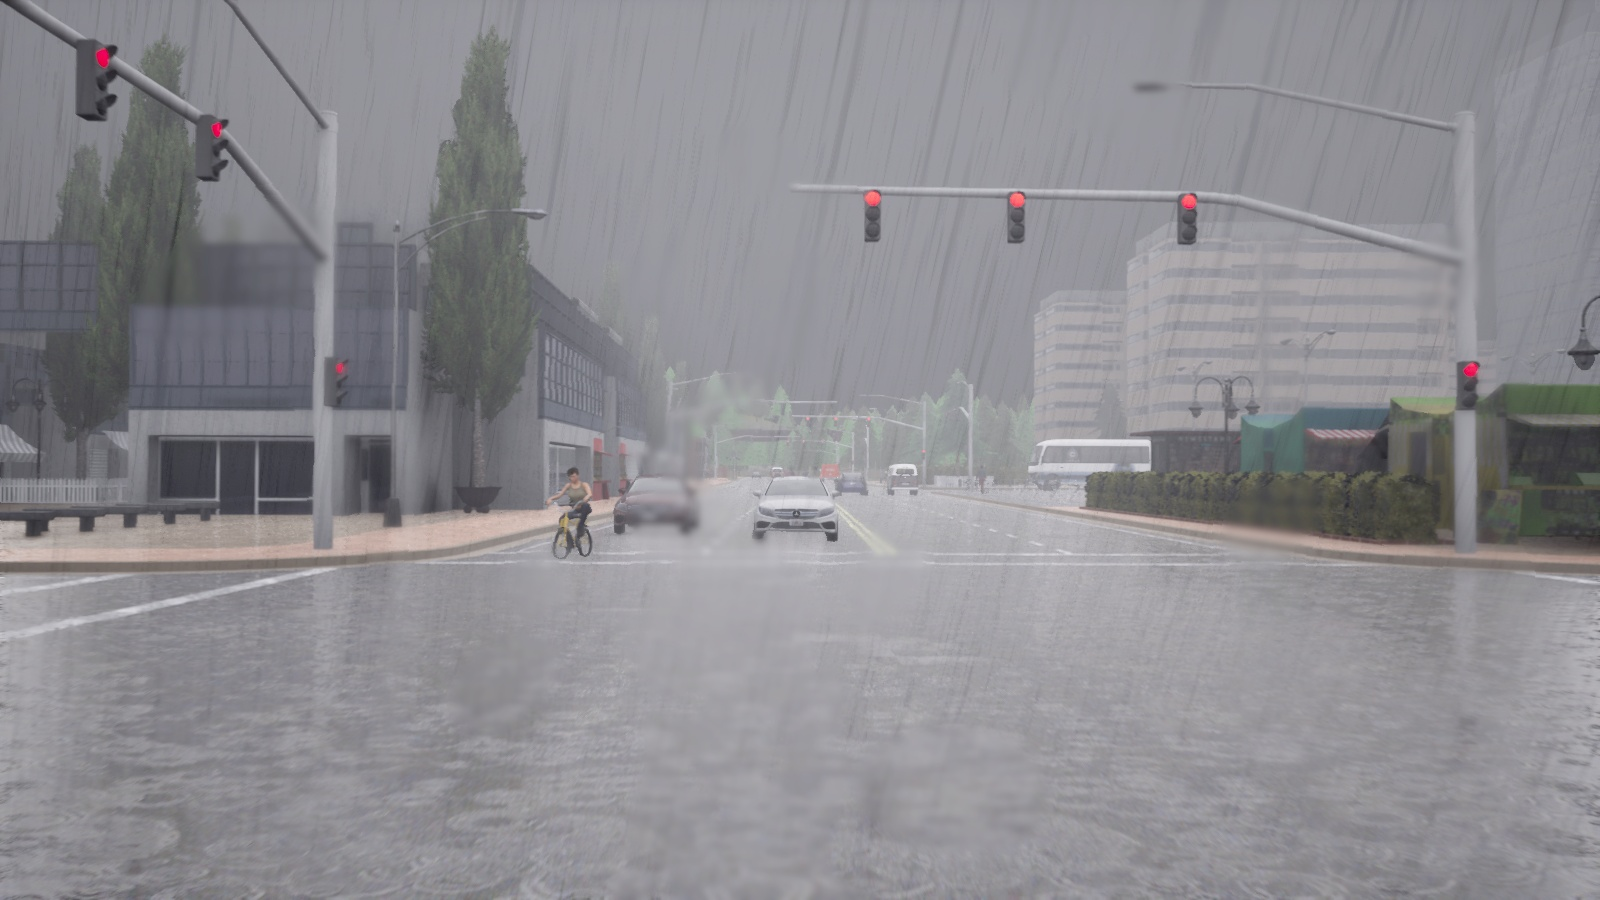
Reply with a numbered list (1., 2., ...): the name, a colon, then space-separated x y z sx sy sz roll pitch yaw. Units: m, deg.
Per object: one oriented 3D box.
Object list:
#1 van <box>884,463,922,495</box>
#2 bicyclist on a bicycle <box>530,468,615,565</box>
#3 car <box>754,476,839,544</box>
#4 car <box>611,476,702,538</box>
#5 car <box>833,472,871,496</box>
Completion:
1. van: 6.749 1.898 82.867 2.069 2.038 4.480 0 -1 -1
2. bicyclist on a bicycle: -3.959 1.135 21.971 0.866 1.612 1.509 -3 -1 14
3. car: -0.071 1.329 29.180 1.812 1.442 4.674 0 -1 0
4. car: -3.578 1.392 32.099 1.812 1.442 4.674 0 -1 0
5. car: 3.284 2.144 80.188 2.163 1.488 4.792 0 -1 -1
